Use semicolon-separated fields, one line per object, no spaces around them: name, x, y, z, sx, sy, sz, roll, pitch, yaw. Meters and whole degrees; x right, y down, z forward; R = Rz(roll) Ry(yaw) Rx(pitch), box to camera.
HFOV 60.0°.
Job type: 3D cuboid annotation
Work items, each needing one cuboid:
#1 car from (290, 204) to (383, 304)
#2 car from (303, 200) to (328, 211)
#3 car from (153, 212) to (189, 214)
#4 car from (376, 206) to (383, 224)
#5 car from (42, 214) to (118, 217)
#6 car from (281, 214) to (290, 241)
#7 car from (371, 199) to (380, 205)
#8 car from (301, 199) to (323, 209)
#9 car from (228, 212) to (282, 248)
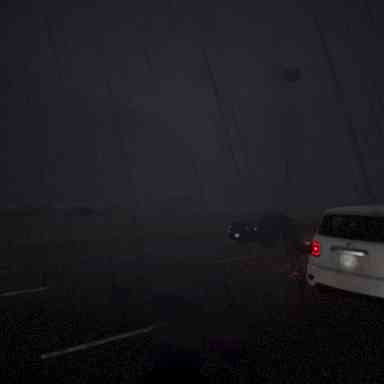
car;4.880;1.310;7.567;5.566;2.045;2.150;1;0;-38
car;18.493;1.959;49.597;1.882;1.535;5.008;0;0;41
car;-2.360;1.474;38.277;5.566;2.045;2.150;1;-1;-42
car;16.945;1.879;27.366;4.181;1.385;1.994;1;-1;-44
car;-7.289;1.615;20.517;4.674;1.442;1.812;1;0;-38
car;5.836;1.609;12.806;5.008;1.535;1.882;1;0;-39
car;44.851;2.397;81.255;1.837;1.490;4.892;0;0;28
car;21.009;2.050;58.006;2.128;1.511;4.902;0;0;39
car;3.705;1.661;15.582;4.674;1.442;1.812;1;0;-39
